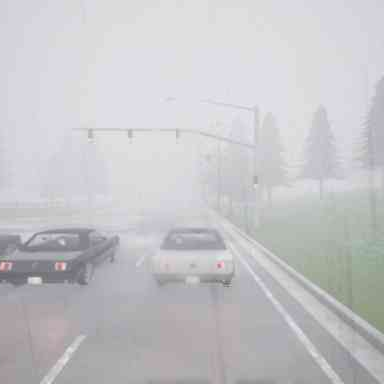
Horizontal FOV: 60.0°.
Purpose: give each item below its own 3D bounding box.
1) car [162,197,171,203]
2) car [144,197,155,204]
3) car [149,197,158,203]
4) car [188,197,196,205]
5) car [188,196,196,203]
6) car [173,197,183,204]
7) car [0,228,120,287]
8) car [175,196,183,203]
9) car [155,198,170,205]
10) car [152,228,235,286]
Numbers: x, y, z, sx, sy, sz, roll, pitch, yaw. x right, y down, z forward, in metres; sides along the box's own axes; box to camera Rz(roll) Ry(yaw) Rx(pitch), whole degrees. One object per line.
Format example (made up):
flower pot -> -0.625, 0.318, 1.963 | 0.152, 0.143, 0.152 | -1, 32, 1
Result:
car -> -7.014, 2.218, 90.603 | 2.033, 1.411, 5.357 | 0, -1, 0
car -> -10.512, 2.340, 80.628 | 1.895, 1.301, 4.718 | 0, -1, 0
car -> -10.514, 2.202, 90.603 | 1.812, 1.442, 4.674 | 0, -1, 0
car -> -0.012, 2.265, 80.184 | 2.128, 1.511, 4.902 | 0, -1, 0
car -> -0.014, 2.032, 90.576 | 2.097, 1.767, 4.553 | 0, -1, 0
car -> -3.512, 2.099, 80.571 | 2.097, 1.767, 4.553 | 0, -1, 0
car -> -3.449, 1.692, 9.595 | 1.895, 1.301, 4.718 | 0, -1, 1
car -> -3.514, 2.033, 90.576 | 2.097, 1.767, 4.553 | 0, -1, 0
car -> -7.012, 2.265, 80.183 | 2.128, 1.511, 4.902 | 0, -1, 0
car -> 0.053, 1.692, 9.632 | 1.895, 1.301, 4.718 | 0, -1, 1
